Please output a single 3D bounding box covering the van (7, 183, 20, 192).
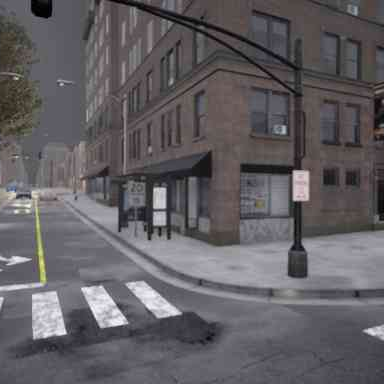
[{"bbox_3d":[-34.681,-0.828,64.154,1.690,1.788,3.998,2,1,-26],"label":"van"}]

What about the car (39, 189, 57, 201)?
[{"bbox_3d":[-18.412,0.284,42.586,1.812,1.442,4.674,0,3,-25],"label":"car"}]

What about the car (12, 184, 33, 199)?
[{"bbox_3d":[-22.162,0.137,43.962,2.033,1.411,5.357,0,3,-25],"label":"car"}]
